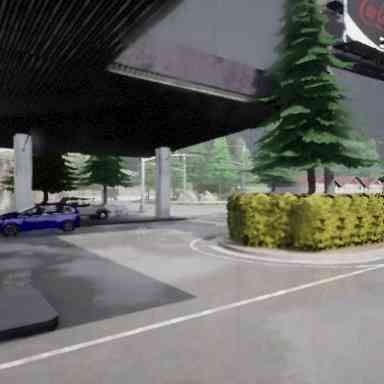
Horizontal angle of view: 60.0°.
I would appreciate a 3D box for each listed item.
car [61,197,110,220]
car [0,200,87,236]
[{"bbox_3d":[-8.524,1.320,25.940,3.866,1.878,1.905,0,0,-36],"label":"car"},{"bbox_3d":[-8.723,1.483,18.811,4.611,1.667,2.242,0,0,-36],"label":"car"}]
